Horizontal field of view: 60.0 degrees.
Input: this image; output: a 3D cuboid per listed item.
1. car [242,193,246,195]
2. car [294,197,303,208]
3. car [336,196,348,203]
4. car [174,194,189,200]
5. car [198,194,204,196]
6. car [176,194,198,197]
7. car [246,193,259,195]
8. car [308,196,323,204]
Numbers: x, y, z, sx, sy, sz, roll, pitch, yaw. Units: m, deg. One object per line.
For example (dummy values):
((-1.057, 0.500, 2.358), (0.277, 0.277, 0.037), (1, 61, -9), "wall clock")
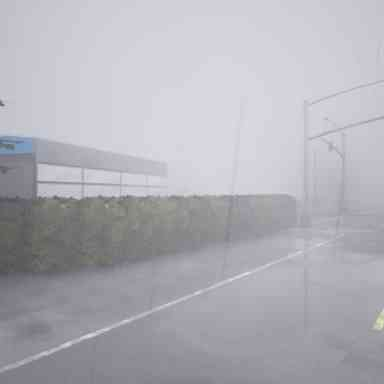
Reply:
((12.402, 1.171, 78.084), (1.905, 1.878, 3.866), (0, 0, 38), "car")
((13.225, 1.397, 44.542), (2.007, 1.523, 4.514), (0, 0, 38), "car")
((29.404, 1.465, 64.938), (1.845, 1.501, 3.633), (0, 0, 38), "car")
((-2.846, 1.329, 89.775), (1.970, 1.475, 3.806), (0, 0, 38), "car")
((2.381, 1.250, 86.039), (2.152, 1.636, 5.027), (0, 0, 38), "car")
((-1.571, 1.369, 66.073), (2.007, 1.523, 4.514), (0, 0, 38), "car")
((14.934, 1.191, 76.600), (1.932, 1.855, 4.605), (0, 0, 38), "car")
((22.456, 1.466, 60.979), (1.970, 1.475, 3.806), (0, 0, 38), "car")
